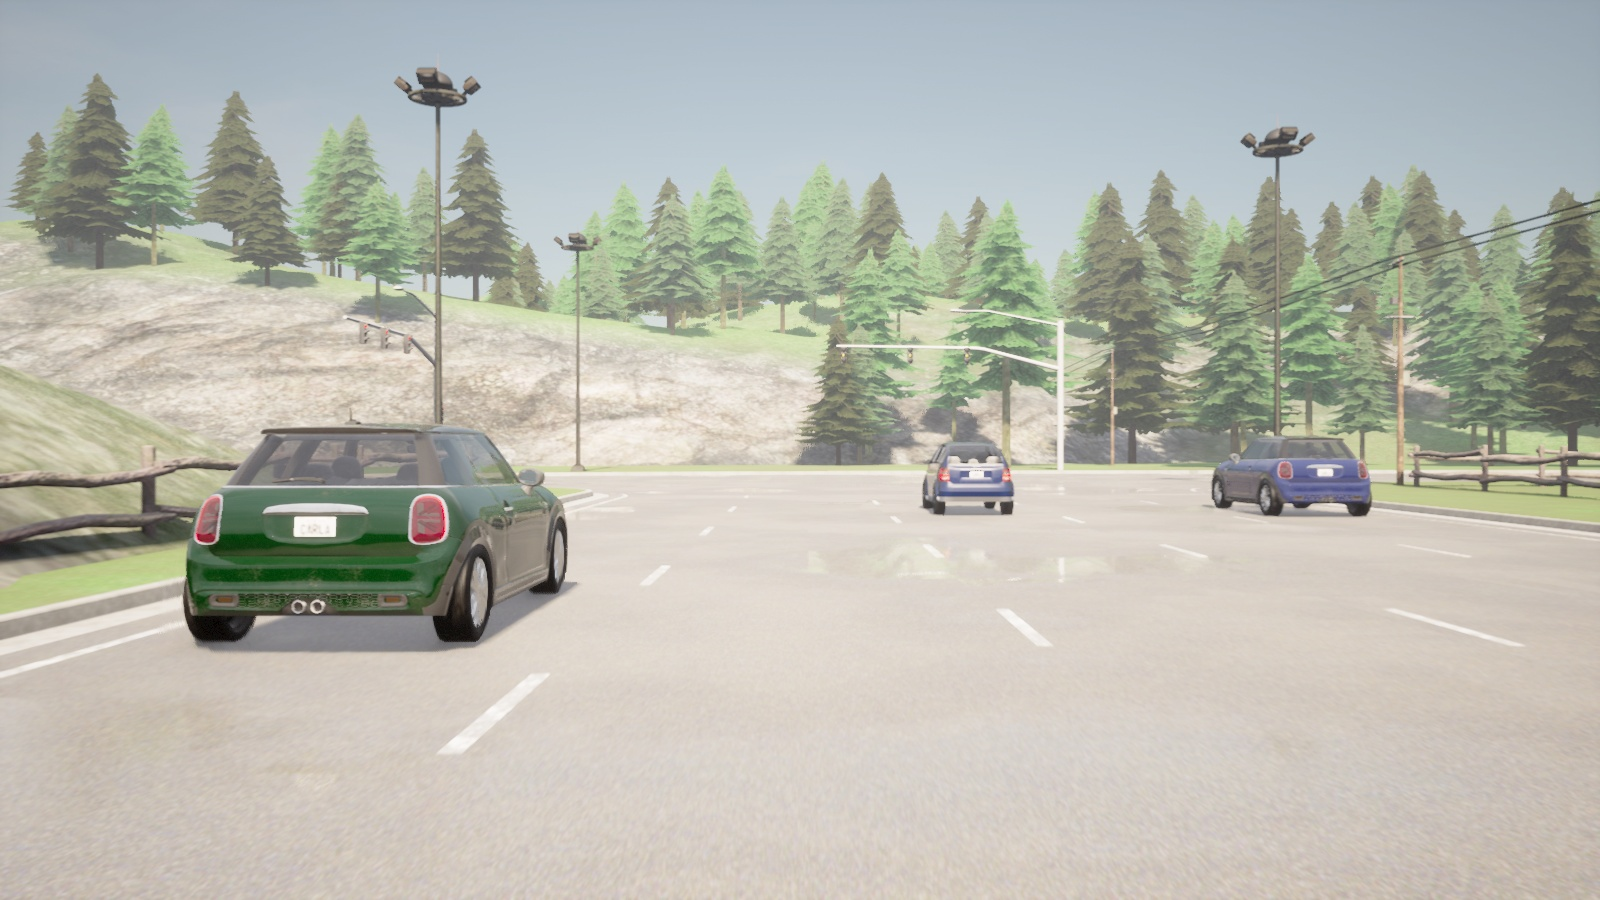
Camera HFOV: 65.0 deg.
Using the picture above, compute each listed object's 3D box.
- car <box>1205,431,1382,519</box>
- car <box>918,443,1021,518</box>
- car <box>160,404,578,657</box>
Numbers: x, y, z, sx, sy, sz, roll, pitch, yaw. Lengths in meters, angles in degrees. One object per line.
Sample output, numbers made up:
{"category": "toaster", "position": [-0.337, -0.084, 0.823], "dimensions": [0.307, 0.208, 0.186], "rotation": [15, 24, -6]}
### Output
{"category": "car", "position": [10.673, 0.498, 27.562], "dimensions": [2.097, 1.767, 4.553], "rotation": [0, 0, 0]}
{"category": "car", "position": [3.673, 0.612, 27.760], "dimensions": [1.789, 1.549, 3.705], "rotation": [0, 0, 0]}
{"category": "car", "position": [-3.422, 0.556, 11.065], "dimensions": [2.097, 1.767, 4.553], "rotation": [0, 0, 0]}
